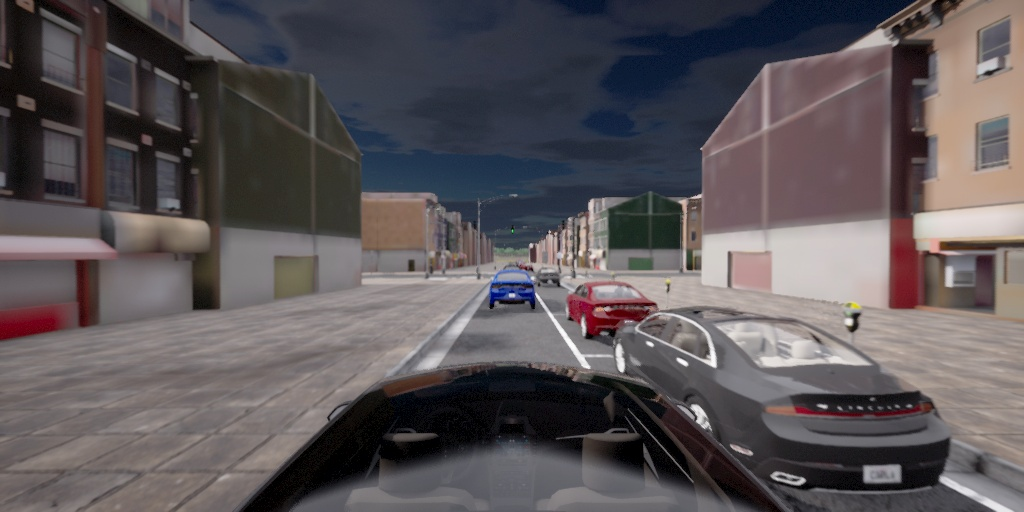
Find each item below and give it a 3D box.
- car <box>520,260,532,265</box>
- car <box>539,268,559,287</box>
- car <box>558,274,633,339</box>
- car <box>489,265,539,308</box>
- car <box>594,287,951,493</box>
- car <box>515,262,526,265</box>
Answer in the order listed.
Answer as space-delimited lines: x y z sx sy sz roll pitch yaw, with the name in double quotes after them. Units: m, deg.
2.618 1.865 59.345 1.888 1.381 4.507 0 0 0 "car"
2.628 1.542 26.902 2.007 1.370 4.403 0 0 0 "car"
2.634 1.376 10.266 1.888 1.381 4.507 0 0 0 "car"
0.024 1.364 16.087 1.882 1.535 5.008 0 0 0 "car"
2.636 1.329 4.721 2.007 1.370 4.403 0 0 0 "car"
0.021 1.533 30.381 1.837 1.490 4.892 0 0 1 "car"
